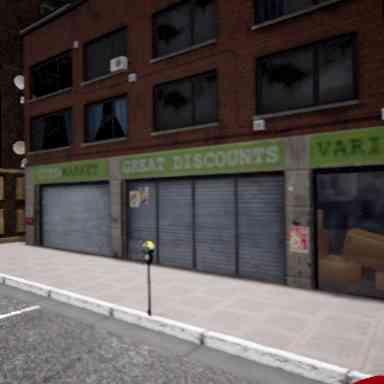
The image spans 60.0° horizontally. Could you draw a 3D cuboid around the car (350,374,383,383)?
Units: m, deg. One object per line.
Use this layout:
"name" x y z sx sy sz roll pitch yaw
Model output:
"car" 2.672 1.530 0.980 4.507 1.381 1.887 -1 -1 35
